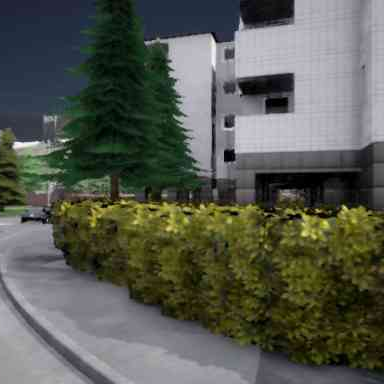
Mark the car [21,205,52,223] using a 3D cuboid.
[{"bbox_3d":[-12.459,1.786,27.724,1.994,1.385,4.181,0,-1,-2],"label":"car"}]
